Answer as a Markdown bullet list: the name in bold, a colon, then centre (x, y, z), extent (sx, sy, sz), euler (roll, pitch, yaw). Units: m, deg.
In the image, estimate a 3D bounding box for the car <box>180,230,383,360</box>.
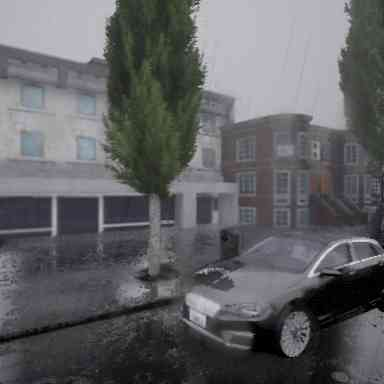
- **car**: centre (2.084, 1.507, 6.055), extent (4.902, 1.511, 2.128), euler (0, 0, -35)
